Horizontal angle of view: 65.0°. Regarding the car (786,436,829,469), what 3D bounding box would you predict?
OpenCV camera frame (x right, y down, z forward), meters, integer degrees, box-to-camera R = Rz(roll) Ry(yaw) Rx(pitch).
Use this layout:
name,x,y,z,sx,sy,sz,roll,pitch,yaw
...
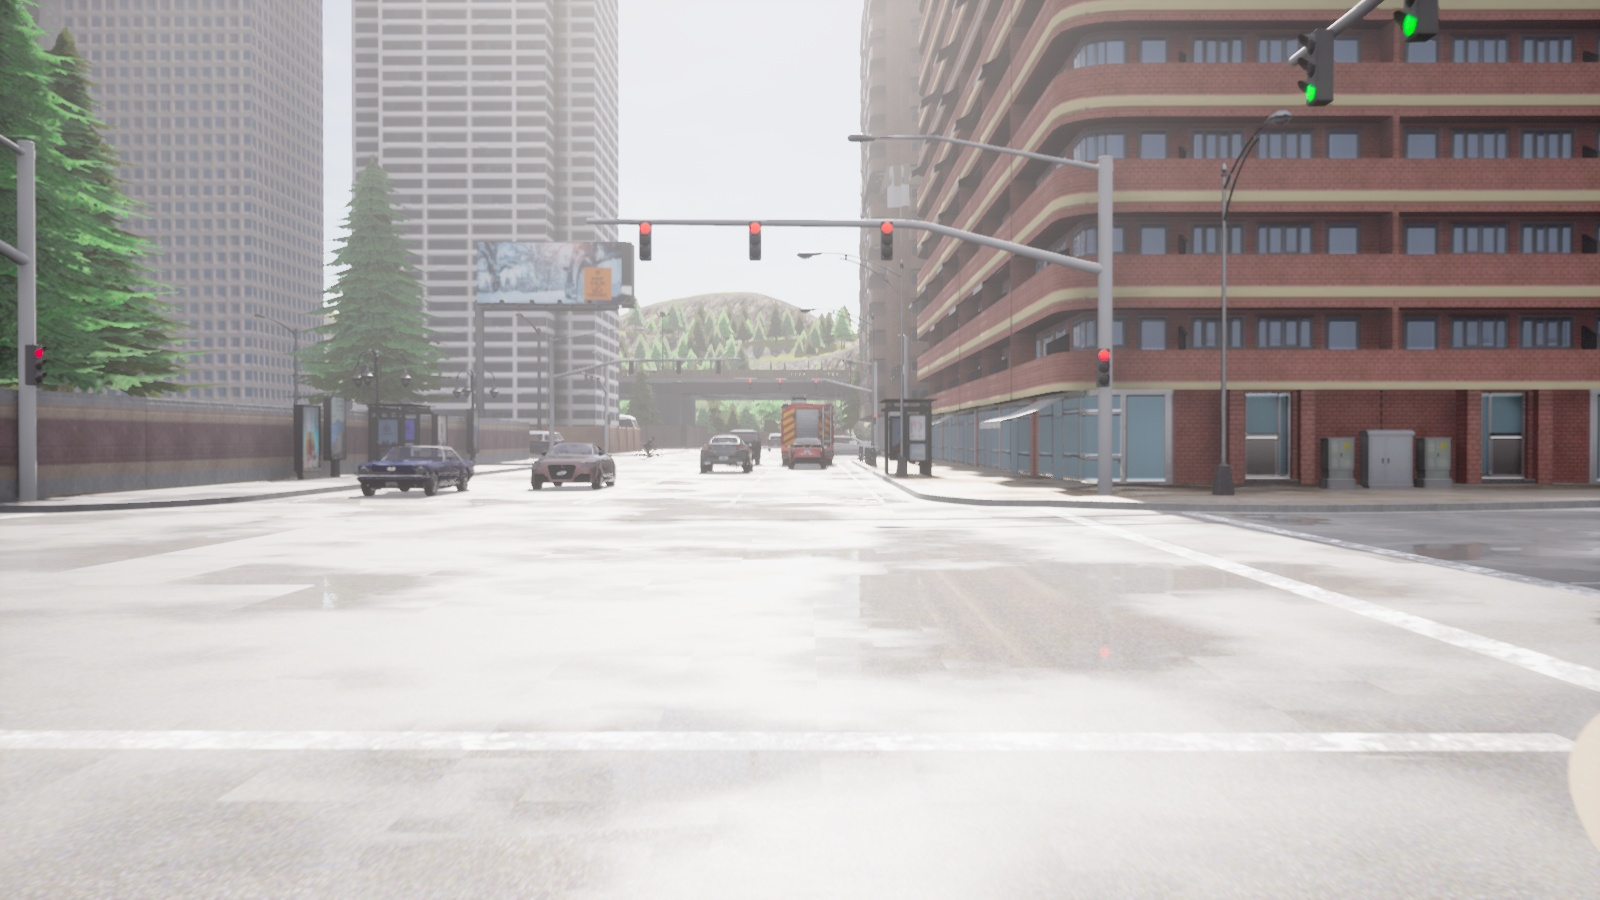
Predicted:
name,x,y,z,sx,sy,sz,roll,pitch,yaw
car,0.355,0.094,61.246,2.007,1.525,4.514,0,1,0

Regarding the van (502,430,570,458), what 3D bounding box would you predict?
name,x,y,z,sx,sy,sz,roll,pitch,yaw
van,-19.020,-0.432,90.668,4.480,2.038,2.069,0,1,1

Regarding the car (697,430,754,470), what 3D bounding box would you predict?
name,x,y,z,sx,sy,sz,roll,pitch,yaw
car,-3.181,-0.014,54.822,2.152,1.651,5.027,0,1,0

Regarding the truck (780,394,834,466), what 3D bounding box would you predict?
name,x,y,z,sx,sy,sz,roll,pitch,yaw
truck,0.411,-1.115,71.251,2.891,3.827,8.468,0,1,0

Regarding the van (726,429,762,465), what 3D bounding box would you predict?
name,x,y,z,sx,sy,sz,roll,pitch,yaw
van,-3.096,-0.190,70.200,1.775,1.987,4.442,0,1,0

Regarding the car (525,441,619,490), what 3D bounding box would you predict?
name,x,y,z,sx,sy,sz,roll,pitch,yaw
car,-6.769,0.435,37.766,1.994,1.385,4.181,0,1,1

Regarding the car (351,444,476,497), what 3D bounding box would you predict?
name,x,y,z,sx,sy,sz,roll,pitch,yaw
car,-10.297,0.507,33.852,1.895,1.301,4.718,0,1,0

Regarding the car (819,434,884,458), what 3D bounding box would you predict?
name,x,y,z,sx,sy,sz,roll,pitch,yaw
car,3.670,-0.291,90.422,4.611,1.667,2.242,0,1,1
